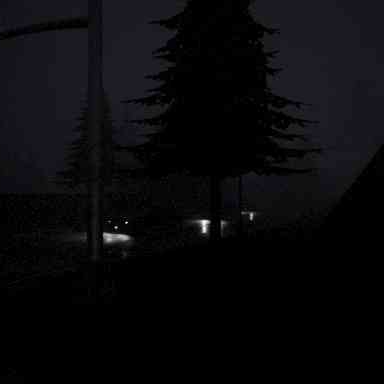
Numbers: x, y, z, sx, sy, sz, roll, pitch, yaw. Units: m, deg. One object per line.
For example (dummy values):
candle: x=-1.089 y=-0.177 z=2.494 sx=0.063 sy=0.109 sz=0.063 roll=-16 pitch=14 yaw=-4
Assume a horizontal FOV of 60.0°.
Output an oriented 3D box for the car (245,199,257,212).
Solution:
car: x=6.727 y=1.548 z=39.981 sx=2.033 sy=1.411 sz=5.357 roll=0 pitch=0 yaw=16

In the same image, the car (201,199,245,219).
car: x=2.671 y=1.547 z=29.261 sx=2.033 sy=1.411 sz=5.357 roll=0 pitch=0 yaw=26

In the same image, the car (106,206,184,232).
car: x=-2.648 y=1.547 z=20.392 sx=2.033 sy=1.411 sz=5.357 roll=0 pitch=0 yaw=35
